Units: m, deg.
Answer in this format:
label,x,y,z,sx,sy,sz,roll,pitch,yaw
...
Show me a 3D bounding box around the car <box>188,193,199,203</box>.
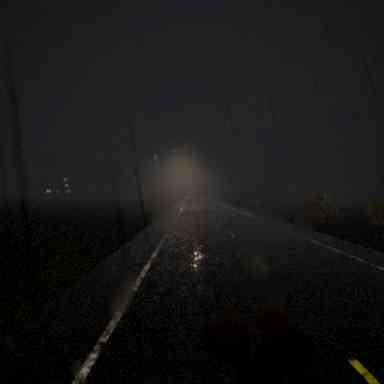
label,x,y,z,sx,sy,sz,roll,pitch,yaw
car,0.376,1.245,73.072,2.150,2.045,5.566,0,0,0
